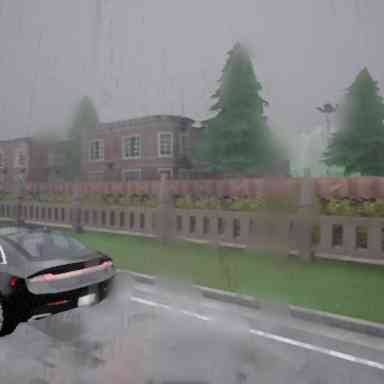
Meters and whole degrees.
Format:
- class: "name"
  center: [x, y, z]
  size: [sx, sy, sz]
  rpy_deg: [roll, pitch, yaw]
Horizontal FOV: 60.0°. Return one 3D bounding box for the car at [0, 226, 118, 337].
- class: "car"
  center: [-3.597, 1.440, 6.558]
  size: [4.902, 1.511, 2.128]
  rpy_deg: [0, 0, 36]
